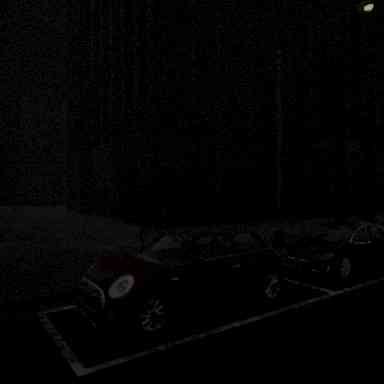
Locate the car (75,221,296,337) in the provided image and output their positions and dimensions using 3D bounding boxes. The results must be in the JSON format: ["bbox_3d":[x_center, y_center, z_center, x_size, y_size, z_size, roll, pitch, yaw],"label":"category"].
[{"bbox_3d":[-0.125,1.438,6.563,4.097,1.590,1.967,0,0,-36],"label":"car"}]

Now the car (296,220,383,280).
[{"bbox_3d":[4.491,1.552,9.856,4.403,1.369,2.008,0,0,-35],"label":"car"}]
